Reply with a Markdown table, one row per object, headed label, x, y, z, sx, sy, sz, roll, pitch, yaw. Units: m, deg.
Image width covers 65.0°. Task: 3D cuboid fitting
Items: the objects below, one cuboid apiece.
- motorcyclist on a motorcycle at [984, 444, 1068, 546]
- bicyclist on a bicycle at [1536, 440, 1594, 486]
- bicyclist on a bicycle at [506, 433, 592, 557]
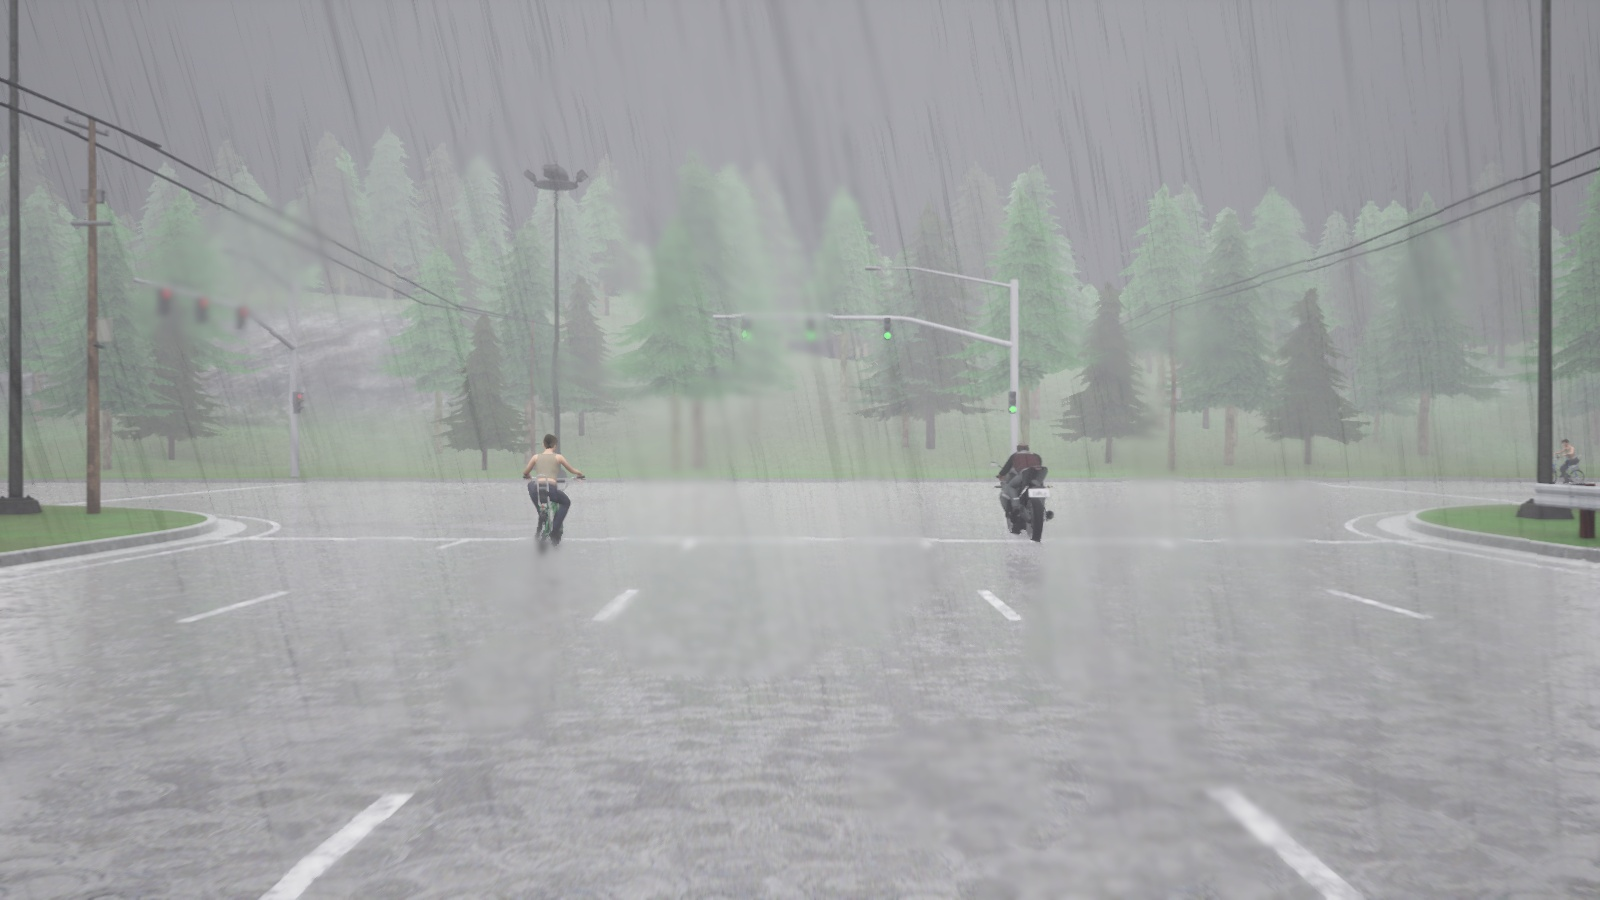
| label | x | y | z | sx | sy | sz | roll | pitch | yaw |
| --- | --- | --- | --- | --- | --- | --- | --- | --- | --- |
| motorcyclist on a motorcycle | 3.548 | 0.672 | 19.924 | 0.866 | 1.530 | 2.191 | 0 | 0 | -2 |
| bicyclist on a bicycle | 26.905 | 0.456 | 44.192 | 1.509 | 1.612 | 0.866 | 0 | 0 | 1 |
| bicyclist on a bicycle | -3.393 | 0.584 | 17.107 | 0.866 | 1.612 | 1.509 | 0 | 0 | 0 |
